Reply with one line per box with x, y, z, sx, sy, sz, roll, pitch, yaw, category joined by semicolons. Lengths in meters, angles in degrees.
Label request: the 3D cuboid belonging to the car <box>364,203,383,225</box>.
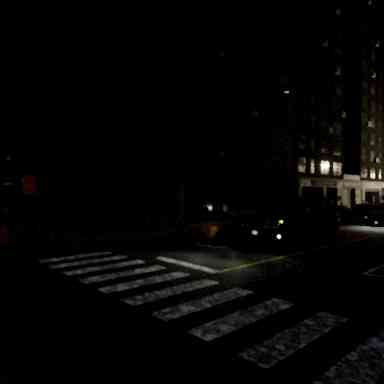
13.880;1.603;23.363;5.357;1.411;2.033;0;0;-43;car

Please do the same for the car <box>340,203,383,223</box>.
13.864;1.617;26.801;4.313;1.339;1.947;0;0;-43;car

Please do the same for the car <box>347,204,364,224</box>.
9.887;1.592;23.130;4.313;1.339;1.947;0;0;-43;car

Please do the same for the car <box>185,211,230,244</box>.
1.808;1.498;15.671;4.829;1.417;1.752;0;0;-43;car

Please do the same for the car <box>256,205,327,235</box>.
5.910;1.551;19.458;4.403;1.369;2.008;0;0;-43;car

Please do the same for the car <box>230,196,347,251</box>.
4.435;1.216;14.638;5.566;2.045;2.150;0;0;-43;car

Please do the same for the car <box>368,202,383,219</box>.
17.841;1.658;30.473;4.206;1.307;1.802;0;0;-43;car
